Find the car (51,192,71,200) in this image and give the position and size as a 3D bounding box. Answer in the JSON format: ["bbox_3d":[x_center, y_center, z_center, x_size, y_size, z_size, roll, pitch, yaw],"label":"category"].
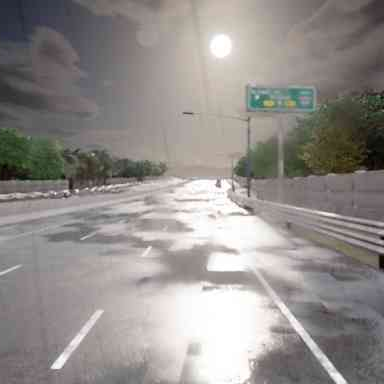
[{"bbox_3d":[-23.024,0.709,58.817,1.837,1.490,4.892,0,2,3],"label":"car"}]

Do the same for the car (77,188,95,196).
[{"bbox_3d":[-22.371,0.072,70.372,2.128,1.511,4.902,0,2,3],"label":"car"}]

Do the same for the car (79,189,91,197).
[{"bbox_3d":[-19.370,0.676,61.605,1.994,1.385,4.181,0,2,3],"label":"car"}]

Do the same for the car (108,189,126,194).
[{"bbox_3d":[-15.384,0.034,69.945,1.882,1.535,5.008,0,2,3],"label":"car"}]

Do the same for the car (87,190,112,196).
[{"bbox_3d":[-16.067,0.782,58.053,1.994,1.385,4.181,0,2,3],"label":"car"}]
